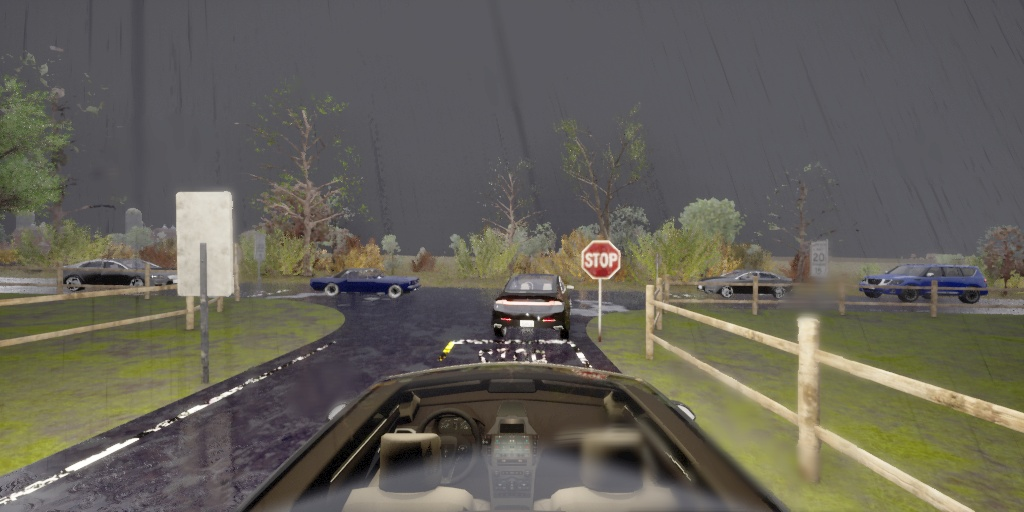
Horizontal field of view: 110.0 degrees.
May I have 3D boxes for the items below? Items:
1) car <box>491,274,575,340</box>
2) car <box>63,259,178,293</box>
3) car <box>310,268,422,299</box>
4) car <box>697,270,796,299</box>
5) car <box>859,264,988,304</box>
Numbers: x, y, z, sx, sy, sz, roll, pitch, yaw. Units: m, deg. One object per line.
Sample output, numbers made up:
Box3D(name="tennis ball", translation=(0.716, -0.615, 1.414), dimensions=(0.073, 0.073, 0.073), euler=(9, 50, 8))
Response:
Box3D(name="car", translation=(0.706, 1.240, 10.107), dimensions=(2.128, 1.511, 4.902), euler=(0, 0, 9))
Box3D(name="car", translation=(-18.490, 0.885, 17.154), dimensions=(4.902, 1.511, 2.128), euler=(1, 1, 0))
Box3D(name="car", translation=(-6.822, 1.248, 17.138), dimensions=(4.718, 1.301, 1.895), euler=(1, 1, 0))
Box3D(name="car", translation=(13.003, 1.525, 20.065), dimensions=(4.902, 1.511, 2.128), euler=(1, 1, 0))
Box3D(name="car", translation=(22.899, 1.466, 20.054), dimensions=(5.566, 2.045, 2.150), euler=(1, 1, 0))
